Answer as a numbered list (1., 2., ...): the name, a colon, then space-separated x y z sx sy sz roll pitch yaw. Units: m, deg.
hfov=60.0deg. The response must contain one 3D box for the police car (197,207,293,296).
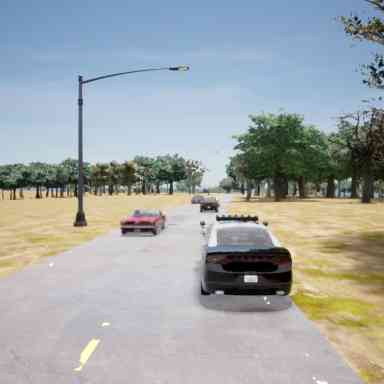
1. police car: 1.168 1.423 8.812 1.930 1.638 5.238 0 0 1

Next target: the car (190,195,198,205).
1. car: 0.887 1.293 53.929 1.837 1.490 4.892 0 0 8

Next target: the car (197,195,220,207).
1. car: 1.959 1.393 36.799 1.882 1.535 5.008 0 0 6

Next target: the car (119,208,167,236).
1. car: -2.585 1.588 18.512 1.895 1.301 4.718 0 0 3

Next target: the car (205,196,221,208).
1. car: 2.983 1.320 47.174 1.882 1.535 5.008 0 0 8
